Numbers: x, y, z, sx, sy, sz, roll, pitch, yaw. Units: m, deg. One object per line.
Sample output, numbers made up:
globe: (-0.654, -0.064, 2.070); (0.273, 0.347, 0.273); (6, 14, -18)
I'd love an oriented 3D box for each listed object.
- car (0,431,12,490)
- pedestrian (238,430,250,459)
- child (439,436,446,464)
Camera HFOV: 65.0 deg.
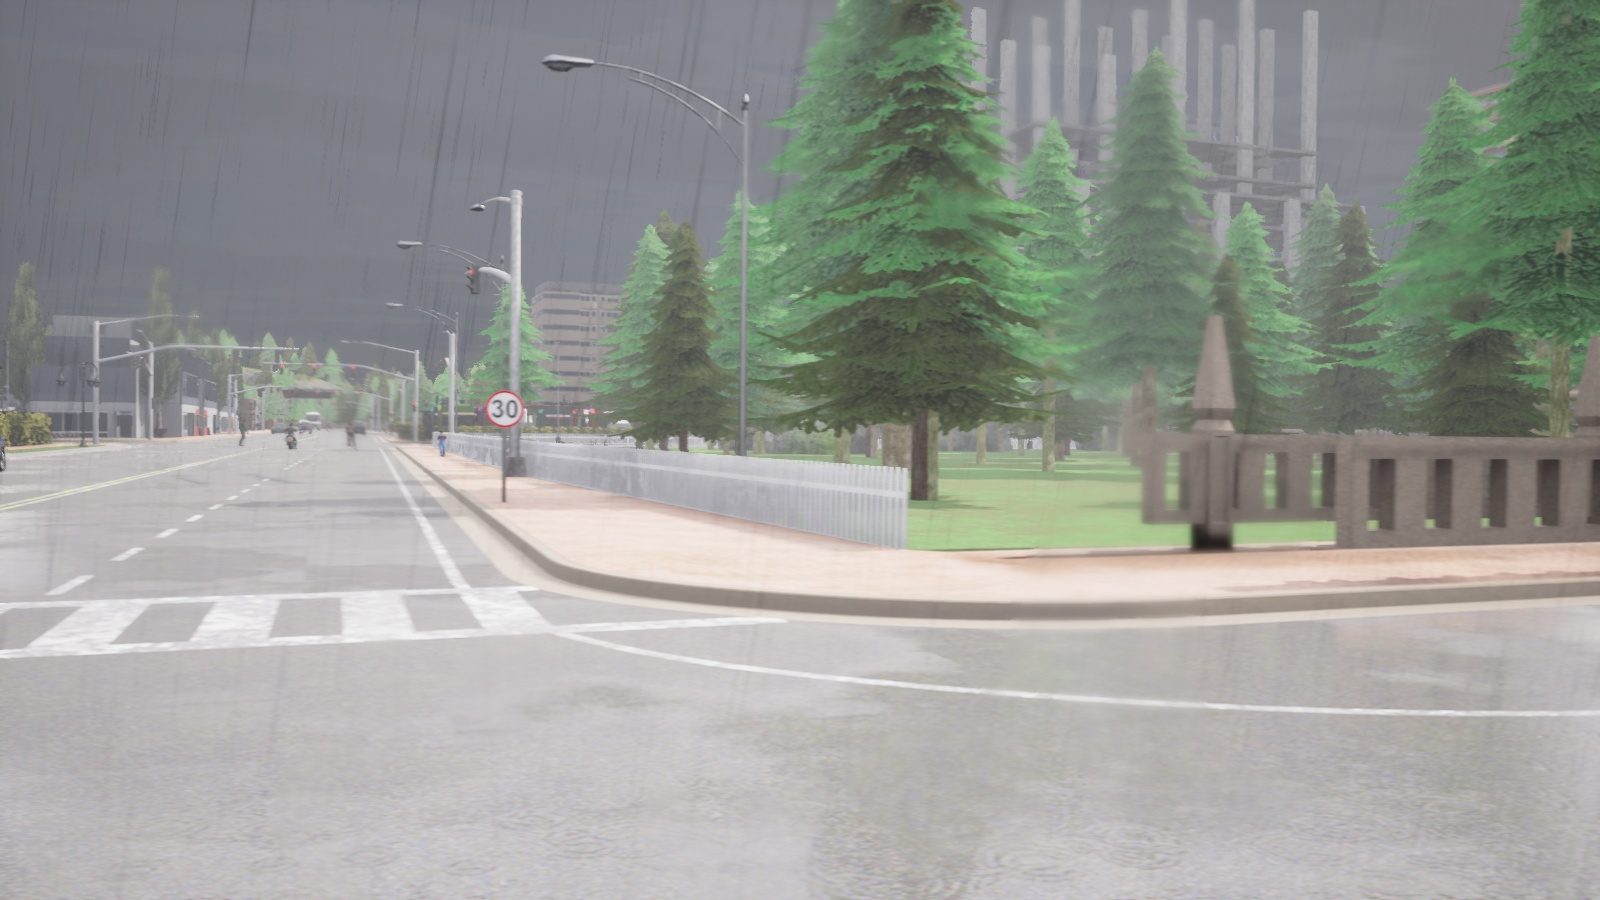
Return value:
car: (-24.429, 0.334, 36.029); (2.097, 1.767, 4.553); (-1, 1, -19)
pedestrian: (-36.414, -0.355, 82.234); (0.353, 1.847, 0.614); (0, 1, 42)
child: (-15.819, 0.003, 55.619); (0.270, 1.263, 0.437); (-1, 1, -19)
